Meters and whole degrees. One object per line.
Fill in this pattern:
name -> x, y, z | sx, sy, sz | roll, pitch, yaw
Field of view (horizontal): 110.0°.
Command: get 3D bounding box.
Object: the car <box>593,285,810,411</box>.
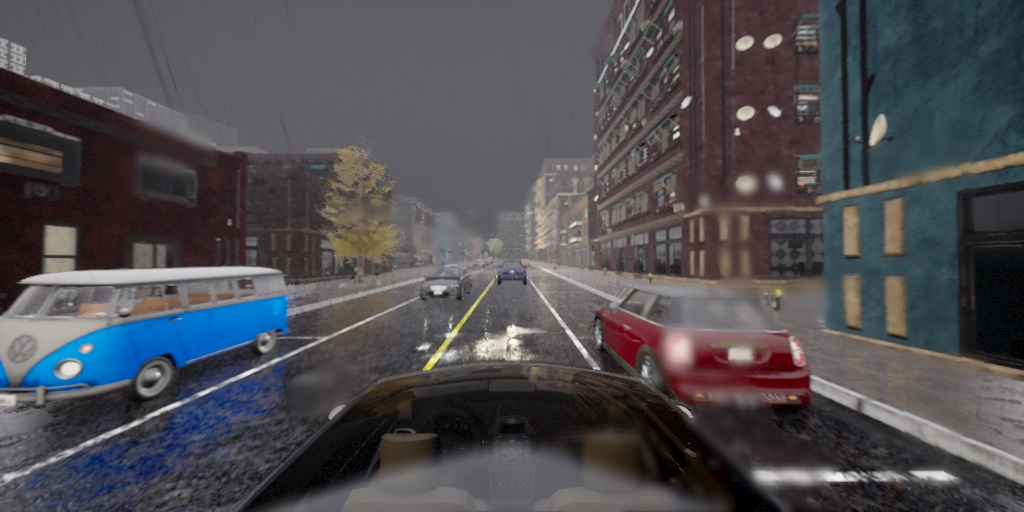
car -> 2.690, 1.191, 6.170 | 1.967, 1.591, 4.097 | 0, 0, 0

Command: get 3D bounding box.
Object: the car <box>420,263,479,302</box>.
car -> -3.022, 1.248, 17.202 | 2.128, 1.511, 4.902 | 0, 0, 0

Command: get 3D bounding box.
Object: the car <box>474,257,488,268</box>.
car -> -5.703, 1.212, 62.973 | 1.967, 1.591, 4.097 | 0, 0, 0

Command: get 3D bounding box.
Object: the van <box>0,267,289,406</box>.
van -> -5.691, 1.092, 6.107 | 1.690, 1.789, 3.998 | 0, 0, 0

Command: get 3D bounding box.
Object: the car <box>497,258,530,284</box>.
car -> 0.040, 1.109, 26.943 | 2.097, 1.767, 4.553 | 0, 0, 1
